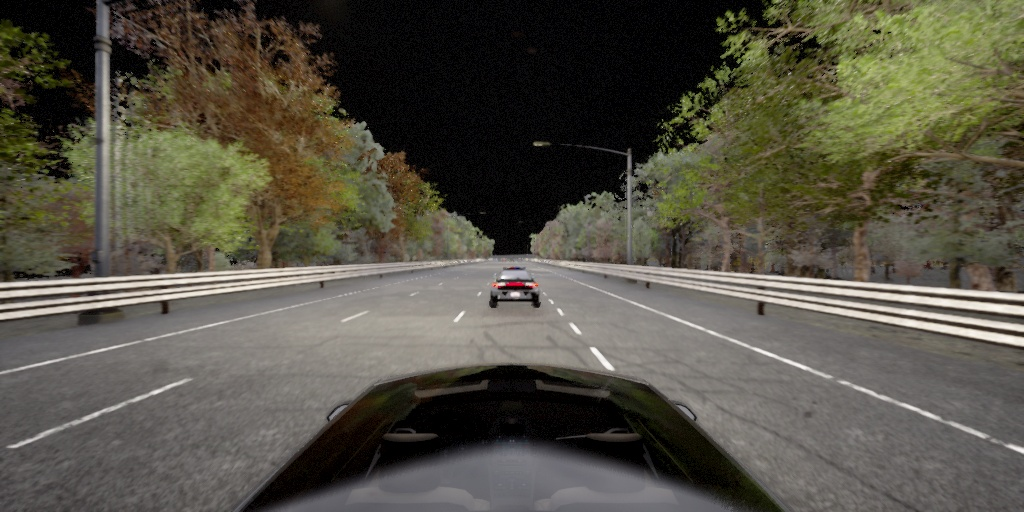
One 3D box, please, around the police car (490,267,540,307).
[{"bbox_3d":[0.107,1.255,15.764,2.038,1.542,4.974,0,0,0],"label":"police car"}]
